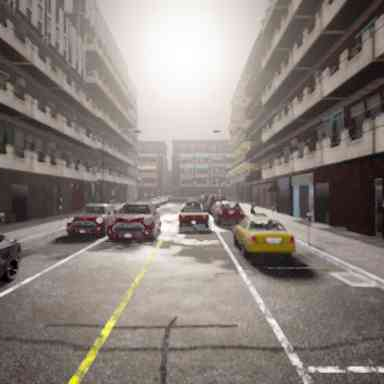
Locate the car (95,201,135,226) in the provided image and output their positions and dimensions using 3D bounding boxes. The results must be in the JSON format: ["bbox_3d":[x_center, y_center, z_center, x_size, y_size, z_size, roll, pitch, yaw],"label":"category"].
[{"bbox_3d":[-5.300,1.461,23.559,1.752,1.417,4.829,1,0,0],"label":"car"}]

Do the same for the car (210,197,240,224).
[{"bbox_3d":[2.581,1.375,23.757,1.967,1.590,4.097,1,0,0],"label":"car"}]

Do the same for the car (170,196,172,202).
[{"bbox_3d":[-5.272,1.408,62.508,1.752,1.417,4.829,1,0,0],"label":"car"}]

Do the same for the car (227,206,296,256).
[{"bbox_3d":[2.578,1.487,12.800,1.752,1.417,4.829,1,0,0],"label":"car"}]

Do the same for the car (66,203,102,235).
[{"bbox_3d":[-5.300,1.388,18.166,1.967,1.590,4.097,1,0,0],"label":"car"}]

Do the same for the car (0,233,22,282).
[{"bbox_3d":[-5.304,1.544,7.037,1.947,1.339,4.313,1,0,0],"label":"car"}]

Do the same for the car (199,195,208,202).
[{"bbox_3d":[2.590,1.424,73.831,1.887,1.381,4.507,1,0,0],"label":"car"}]

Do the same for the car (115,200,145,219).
[{"bbox_3d":[-5.299,1.449,29.123,1.752,1.417,4.829,1,0,0],"label":"car"}]

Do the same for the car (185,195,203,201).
[{"bbox_3d":[0.110,1.465,42.238,1.994,1.385,4.181,0,0,0],"label":"car"}]

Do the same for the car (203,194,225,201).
[{"bbox_3d":[2.585,1.229,34.885,2.192,1.841,5.009,1,0,0],"label":"car"}]

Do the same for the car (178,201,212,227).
[{"bbox_3d":[0.108,1.539,22.277,1.895,1.301,4.718,0,0,0],"label":"car"}]

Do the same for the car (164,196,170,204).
[{"bbox_3d":[-5.283,1.411,56.944,1.752,1.417,4.829,1,0,0],"label":"car"}]

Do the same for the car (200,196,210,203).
[{"bbox_3d":[2.589,1.446,68.266,1.947,1.339,4.313,1,0,0],"label":"car"}]

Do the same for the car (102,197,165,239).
[{"bbox_3d":[-2.771,1.303,16.783,2.097,1.767,4.553,0,0,0],"label":"car"}]

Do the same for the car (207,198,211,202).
[{"bbox_3d":[2.581,1.506,29.321,1.802,1.307,4.206,1,0,0],"label":"car"}]

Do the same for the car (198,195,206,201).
[{"bbox_3d":[2.592,1.449,84.958,1.947,1.339,4.313,1,0,0],"label":"car"}]
